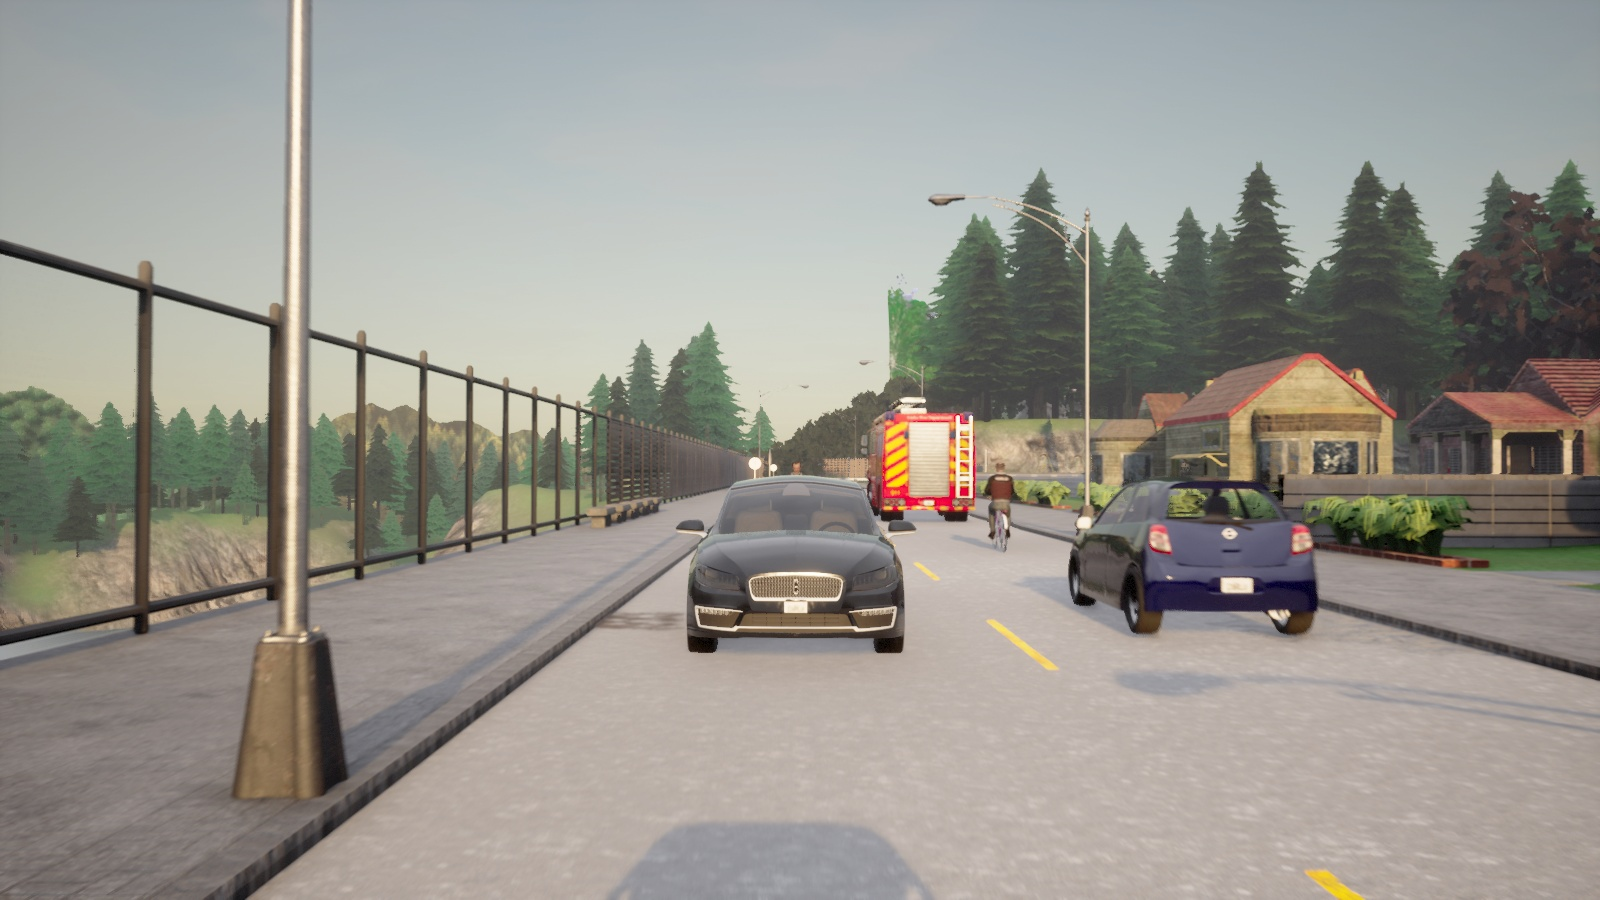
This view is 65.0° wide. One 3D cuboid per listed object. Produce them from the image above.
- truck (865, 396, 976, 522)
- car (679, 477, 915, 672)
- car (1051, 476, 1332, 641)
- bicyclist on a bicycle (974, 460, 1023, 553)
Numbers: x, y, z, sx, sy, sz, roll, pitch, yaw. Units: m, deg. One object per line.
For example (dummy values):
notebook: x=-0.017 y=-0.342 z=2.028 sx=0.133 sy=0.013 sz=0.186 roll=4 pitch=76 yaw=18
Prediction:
truck: x=3.892 y=0.346 z=42.502 sx=2.891 sy=3.827 sz=8.468 roll=0 pitch=-1 yaw=0
car: x=-0.030 y=1.025 z=12.274 sx=1.837 sy=1.490 sz=4.892 roll=0 pitch=-1 yaw=0
car: x=3.967 y=1.037 z=13.390 sx=1.845 sy=1.501 sz=3.633 roll=0 pitch=-1 yaw=0
bicyclist on a bicycle: x=3.939 y=1.088 z=25.000 sx=0.659 sy=1.776 sz=1.843 roll=0 pitch=-1 yaw=0
